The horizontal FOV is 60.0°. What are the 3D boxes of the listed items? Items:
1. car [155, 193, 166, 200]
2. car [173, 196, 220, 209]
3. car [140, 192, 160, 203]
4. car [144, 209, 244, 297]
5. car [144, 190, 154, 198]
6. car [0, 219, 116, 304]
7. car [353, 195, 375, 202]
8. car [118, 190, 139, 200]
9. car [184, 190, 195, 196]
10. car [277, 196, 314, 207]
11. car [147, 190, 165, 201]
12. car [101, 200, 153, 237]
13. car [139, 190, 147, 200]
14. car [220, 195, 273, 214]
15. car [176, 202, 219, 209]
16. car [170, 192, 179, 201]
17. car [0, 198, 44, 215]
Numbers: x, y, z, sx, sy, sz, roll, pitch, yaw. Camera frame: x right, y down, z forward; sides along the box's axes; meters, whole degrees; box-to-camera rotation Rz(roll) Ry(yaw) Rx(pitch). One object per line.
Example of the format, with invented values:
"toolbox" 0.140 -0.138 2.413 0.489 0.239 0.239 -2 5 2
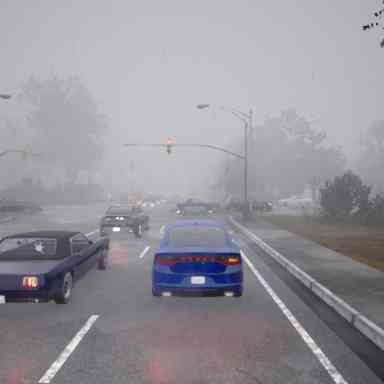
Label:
"car" -6.997 0.957 74.320 1.895 1.301 4.718 0 1 -1
"car" 0.678 1.344 34.895 4.718 1.301 1.895 0 1 -3
"car" -7.016 1.127 55.487 1.994 1.385 4.181 0 1 0
"car" 0.113 1.446 8.567 1.882 1.535 5.008 0 0 0
"car" -10.806 0.445 84.255 2.150 2.045 5.566 0 1 -3
"car" -3.388 1.573 8.020 1.895 1.301 4.718 0 0 0
"car" 22.471 1.175 43.309 4.892 1.490 1.837 0 1 -3
"car" -10.545 0.930 53.876 2.097 1.767 4.553 0 0 1
"car" -0.354 0.419 85.440 2.150 2.045 5.566 0 1 -4
"car" 13.283 1.200 42.801 4.674 1.442 1.812 0 1 -3
"car" -6.976 0.956 64.295 1.882 1.535 5.008 0 1 0
"car" -3.376 1.402 17.272 1.837 1.490 4.892 0 0 0
"car" -10.474 0.709 63.460 2.150 2.045 5.566 0 1 0
"car" 5.324 1.124 31.645 4.553 1.767 2.097 0 1 -3
"car" 0.123 1.459 17.549 1.994 1.385 4.181 0 0 0
"car" -3.320 1.008 65.941 2.033 1.411 5.357 0 1 0
"car" -16.209 1.274 30.456 4.902 1.511 2.128 0 1 -3
